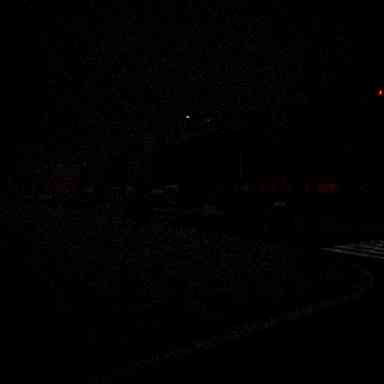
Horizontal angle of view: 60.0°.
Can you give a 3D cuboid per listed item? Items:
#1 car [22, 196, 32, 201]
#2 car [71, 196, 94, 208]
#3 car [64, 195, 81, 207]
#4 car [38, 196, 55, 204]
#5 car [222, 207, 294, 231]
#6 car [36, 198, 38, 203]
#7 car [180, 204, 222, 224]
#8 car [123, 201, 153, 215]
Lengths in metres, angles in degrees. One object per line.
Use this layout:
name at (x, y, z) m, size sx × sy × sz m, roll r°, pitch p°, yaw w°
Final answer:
car at (-42.408, 1.647, 85.546) m, size 2.008 × 1.369 × 4.403 m, roll 0°, pitch 0°, yaw -36°
car at (-15.714, 1.628, 48.776) m, size 1.947 × 1.339 × 4.313 m, roll 0°, pitch 0°, yaw -36°
car at (-19.050, 1.378, 53.374) m, size 2.192 × 1.841 × 5.009 m, roll 0°, pitch 0°, yaw -36°
car at (-29.061, 1.507, 67.163) m, size 1.967 × 1.590 × 4.097 m, roll 0°, pitch 0°, yaw -36°
car at (4.305, 1.645, 21.201) m, size 1.887 × 1.381 × 4.507 m, roll 1°, pitch 0°, yaw -36°
car at (-32.398, 1.652, 71.758) m, size 1.802 × 1.307 × 4.206 m, roll 0°, pitch 0°, yaw -36°
car at (0.869, 1.613, 25.934) m, size 1.752 × 1.417 × 4.829 m, roll 1°, pitch 0°, yaw -36°
car at (-5.705, 1.636, 34.989) m, size 1.947 × 1.339 × 4.313 m, roll 0°, pitch 0°, yaw -36°
